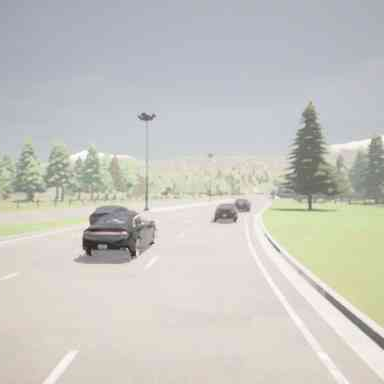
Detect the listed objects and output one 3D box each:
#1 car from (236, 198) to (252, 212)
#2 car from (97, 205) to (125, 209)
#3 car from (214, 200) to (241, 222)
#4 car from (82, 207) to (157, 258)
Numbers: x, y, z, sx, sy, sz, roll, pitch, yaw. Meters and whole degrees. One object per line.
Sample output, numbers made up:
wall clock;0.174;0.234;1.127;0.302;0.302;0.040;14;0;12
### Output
car;6.548;1.580;42.976;2.097;1.767;4.553;0;0;15
car;-5.100;1.624;21.941;1.837;1.490;4.892;0;0;8
car;2.925;1.675;27.976;1.812;1.442;4.674;0;0;10
car;-2.648;1.563;13.149;2.128;1.511;4.902;0;0;5
